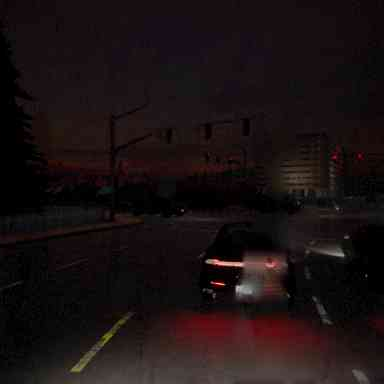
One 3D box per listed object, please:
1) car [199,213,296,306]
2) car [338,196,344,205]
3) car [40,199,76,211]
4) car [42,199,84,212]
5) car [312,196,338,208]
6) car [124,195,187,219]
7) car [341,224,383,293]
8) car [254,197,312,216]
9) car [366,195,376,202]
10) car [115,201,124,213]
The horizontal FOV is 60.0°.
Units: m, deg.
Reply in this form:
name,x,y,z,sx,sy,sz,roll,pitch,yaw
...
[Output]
name,x,y,z,sx,sy,sz,roll,pitch,yaw
car,1.426,1.492,8.164,2.128,1.511,4.902,0,0,12
car,24.626,1.492,56.709,2.128,1.511,4.902,0,0,32
car,-17.398,1.656,43.195,4.718,1.301,1.895,0,0,32
car,-13.991,1.548,36.944,4.902,1.511,2.128,0,0,32
car,19.176,1.547,47.886,2.033,1.411,5.357,0,0,32
car,-3.151,1.278,30.185,5.566,2.045,2.150,0,0,32
car,5.178,1.547,8.537,2.033,1.411,5.357,0,0,16
car,8.352,1.534,31.723,4.902,1.511,2.128,0,1,-7
car,42.651,1.525,79.273,2.128,1.511,4.902,0,0,32
car,-6.081,1.533,36.143,5.008,1.535,1.882,0,0,32
